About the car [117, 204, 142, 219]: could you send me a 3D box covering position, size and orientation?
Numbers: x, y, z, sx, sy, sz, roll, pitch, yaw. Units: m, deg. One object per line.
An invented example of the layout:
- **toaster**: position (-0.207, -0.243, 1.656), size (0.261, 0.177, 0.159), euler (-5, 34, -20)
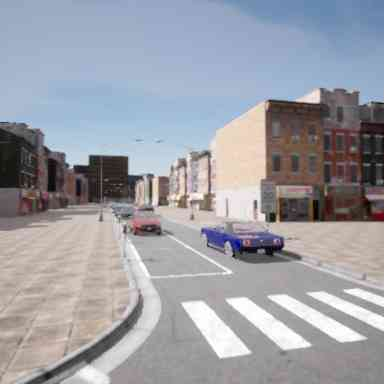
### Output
- **car**: position (-7.168, 2.319, 37.633), size (1.947, 1.339, 4.313), euler (1, -1, -14)

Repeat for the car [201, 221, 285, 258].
- **car**: position (1.862, 1.868, 14.009), size (1.895, 1.301, 4.718), euler (0, -1, -16)

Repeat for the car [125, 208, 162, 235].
- **car**: position (-3.065, 1.965, 21.675), size (1.887, 1.381, 4.507), euler (1, -1, -14)

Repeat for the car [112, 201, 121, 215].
- **car**: position (-10.206, 2.457, 47.910), size (1.882, 1.535, 5.008), euler (0, -1, -14)

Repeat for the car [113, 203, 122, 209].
- **car**: position (-16.742, 3.162, 74.870), size (1.887, 1.381, 4.507), euler (1, -2, -14)

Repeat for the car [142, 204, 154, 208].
- **car**: position (-5.956, 2.390, 43.700), size (1.837, 1.490, 4.892), euler (0, -1, -14)

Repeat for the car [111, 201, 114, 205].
- **car**: position (-11.957, 2.660, 54.685), size (1.812, 1.442, 4.674), euler (0, -1, -14)
